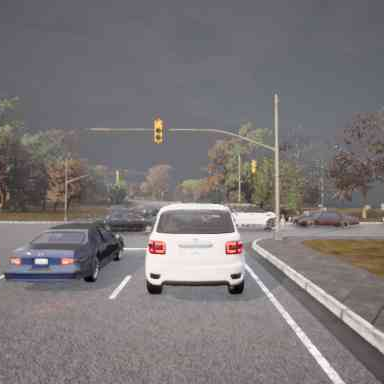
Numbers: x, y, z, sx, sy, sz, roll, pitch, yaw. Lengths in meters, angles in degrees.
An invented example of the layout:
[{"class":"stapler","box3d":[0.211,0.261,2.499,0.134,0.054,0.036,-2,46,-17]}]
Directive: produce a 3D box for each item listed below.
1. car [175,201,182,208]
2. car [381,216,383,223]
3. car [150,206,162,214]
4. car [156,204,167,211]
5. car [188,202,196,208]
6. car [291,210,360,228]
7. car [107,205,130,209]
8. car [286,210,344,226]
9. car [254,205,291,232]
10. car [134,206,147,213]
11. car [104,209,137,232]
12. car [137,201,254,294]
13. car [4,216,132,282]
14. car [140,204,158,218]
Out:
[{"class":"car","box3d":[-3.615,3.183,87.446,1.882,1.535,5.008,0,0,-3]},{"class":"car","box3d":[21.409,2.539,33.024,4.902,1.511,2.128,0,-3,-3]},{"class":"car","box3d":[-7.056,3.549,65.248,1.895,1.301,4.718,0,0,1]},{"class":"car","box3d":[-7.019,3.459,75.945,2.033,1.411,5.357,0,0,0]},{"class":"car","box3d":[-0.139,3.377,87.800,1.837,1.490,4.892,0,0,-3]},{"class":"car","box3d":[11.709,2.417,29.144,5.357,1.411,2.033,0,-3,-1]},{"class":"car","box3d":[-10.620,2.857,47.158,2.150,2.045,5.566,0,-2,-2]},{"class":"car","box3d":[11.988,2.521,32.659,4.902,1.511,2.128,0,-3,-1]},{"class":"car","box3d":[4.249,1.918,25.365,5.566,2.045,2.150,0,-3,0]},{"class":"car","box3d":[-10.526,3.551,67.733,1.895,1.301,4.718,0,0,0]},{"class":"car","box3d":[-4.036,2.055,22.113,4.892,1.490,1.837,0,-2,3]},{"class":"car","box3d":[0.081,1.330,9.185,2.150,2.045,5.566,0,-1,0]},{"class":"car","box3d":[-3.420,1.675,10.038,2.033,1.411,5.357,0,-1,0]},{"class":"car","box3d":[-7.104,3.065,55.327,2.150,2.045,5.566,0,-1,0]}]
